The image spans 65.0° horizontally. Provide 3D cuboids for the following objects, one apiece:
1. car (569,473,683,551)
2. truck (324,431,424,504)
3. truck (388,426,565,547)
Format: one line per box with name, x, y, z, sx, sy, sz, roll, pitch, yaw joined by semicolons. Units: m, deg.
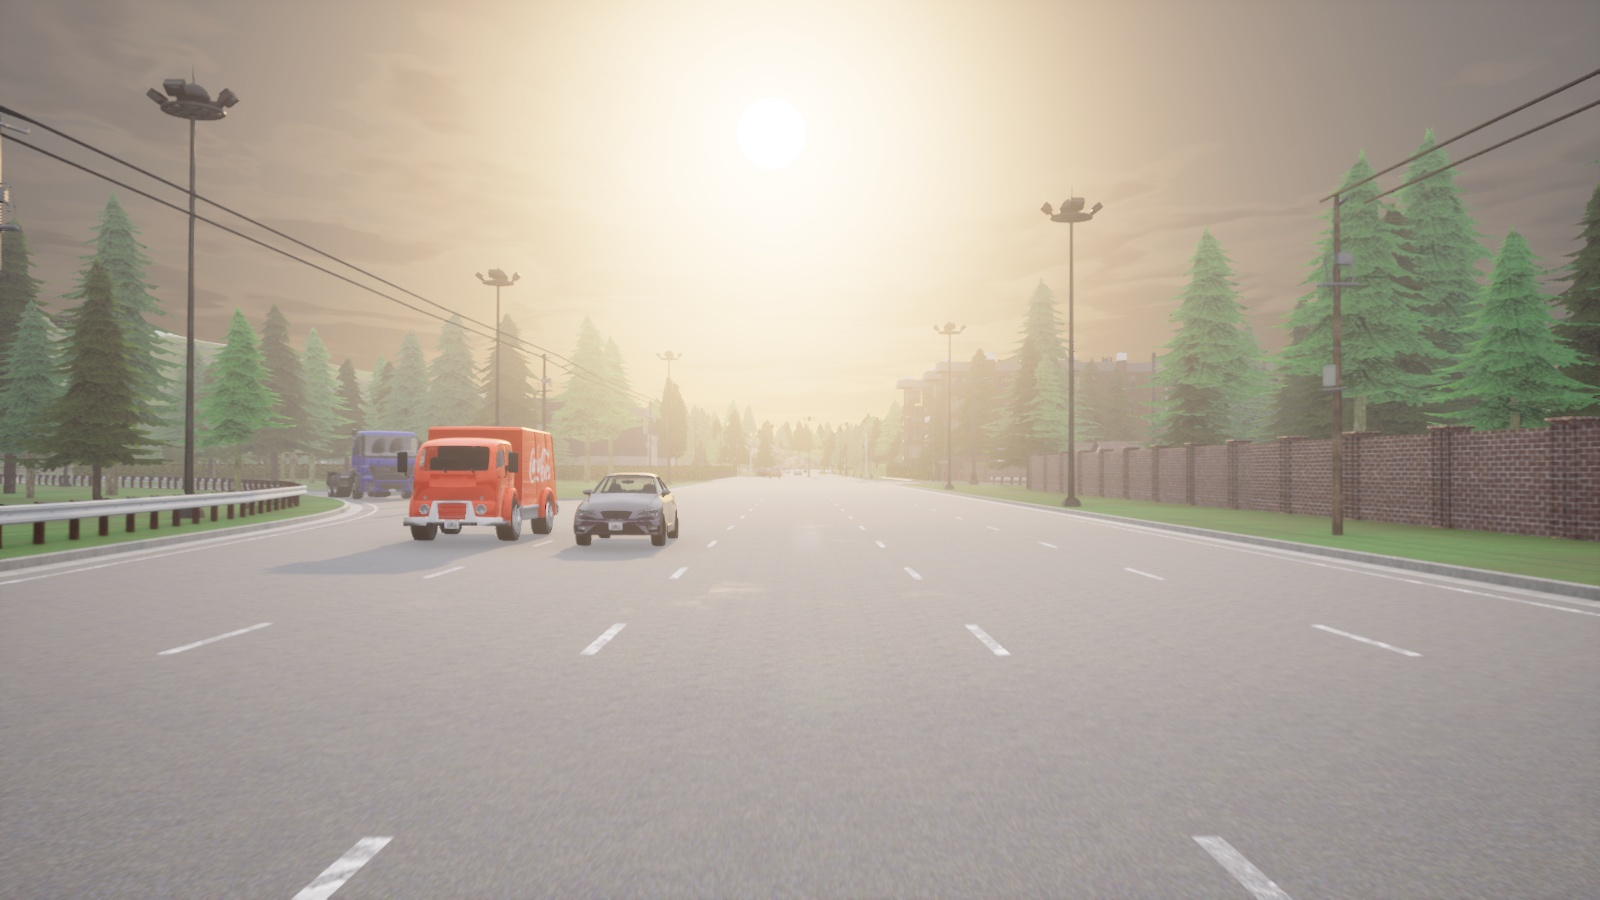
car;-3.562;1.240;26.396;1.816;1.474;4.193;0;-1;0
truck;-21.807;0.887;63.926;2.891;3.462;7.936;0;-1;-34
truck;-7.068;0.780;28.122;2.627;2.467;5.204;0;-1;0
